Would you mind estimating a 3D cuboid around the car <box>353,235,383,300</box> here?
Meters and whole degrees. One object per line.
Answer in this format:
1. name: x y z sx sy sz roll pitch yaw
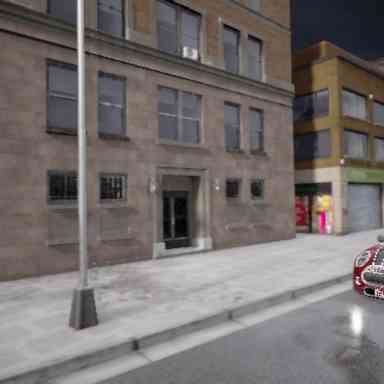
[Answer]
1. car: 5.725 1.449 7.860 4.553 1.767 2.097 0 -2 -38
